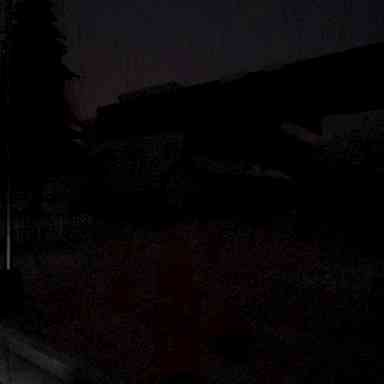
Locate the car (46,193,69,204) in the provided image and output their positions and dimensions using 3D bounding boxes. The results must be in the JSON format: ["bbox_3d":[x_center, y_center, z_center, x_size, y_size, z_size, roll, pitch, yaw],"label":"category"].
[{"bbox_3d":[-21.574,1.065,54.942,4.605,1.855,1.932,0,0,36],"label":"car"}]

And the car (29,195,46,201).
[{"bbox_3d":[-32.773,1.253,71.000,4.514,1.523,2.007,0,0,36],"label":"car"}]

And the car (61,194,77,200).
[{"bbox_3d":[-31.737,1.311,85.611,3.806,1.475,1.970,0,0,36],"label":"car"}]
